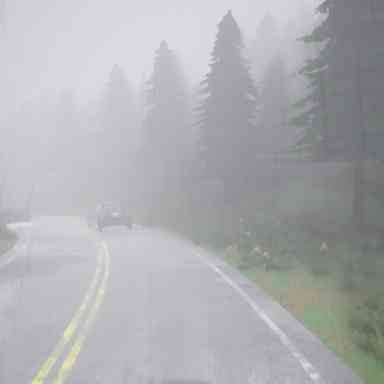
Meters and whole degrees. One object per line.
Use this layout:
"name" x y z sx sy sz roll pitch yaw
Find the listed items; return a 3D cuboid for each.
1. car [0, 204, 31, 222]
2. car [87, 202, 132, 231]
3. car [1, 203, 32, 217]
"car" -16.674 2.186 31.168 1.994 1.385 4.181 -5 2 -43
"car" -5.528 1.456 21.755 2.097 1.767 4.553 -3 1 -27
"car" -21.682 2.212 41.069 1.882 1.535 5.008 -5 2 -45
